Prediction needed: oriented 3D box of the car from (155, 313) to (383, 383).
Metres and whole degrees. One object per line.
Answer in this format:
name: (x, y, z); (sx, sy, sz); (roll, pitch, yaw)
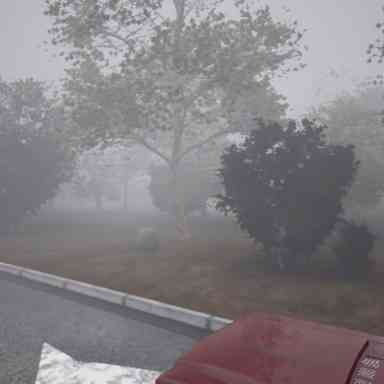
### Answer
car: (1.962, 1.600, 1.977); (4.718, 1.301, 1.895); (0, 0, 36)
